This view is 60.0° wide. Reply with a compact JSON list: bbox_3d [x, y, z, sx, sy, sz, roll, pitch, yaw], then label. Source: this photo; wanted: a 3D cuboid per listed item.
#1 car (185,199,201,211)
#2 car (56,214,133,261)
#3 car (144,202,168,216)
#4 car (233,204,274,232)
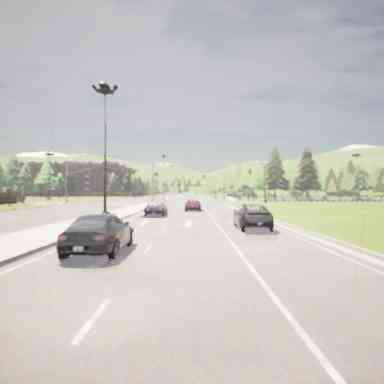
[{"bbox_3d":[0.117,1.566,40.714,1.994,1.385,4.181,0,0,0],"label":"car"},{"bbox_3d":[-3.380,1.526,12.199,1.812,1.442,4.674,0,0,0],"label":"car"},{"bbox_3d":[-3.386,1.602,31.925,1.895,1.301,4.718,0,0,0],"label":"car"},{"bbox_3d":[3.608,1.492,20.090,2.128,1.511,4.902,0,0,0],"label":"car"}]
